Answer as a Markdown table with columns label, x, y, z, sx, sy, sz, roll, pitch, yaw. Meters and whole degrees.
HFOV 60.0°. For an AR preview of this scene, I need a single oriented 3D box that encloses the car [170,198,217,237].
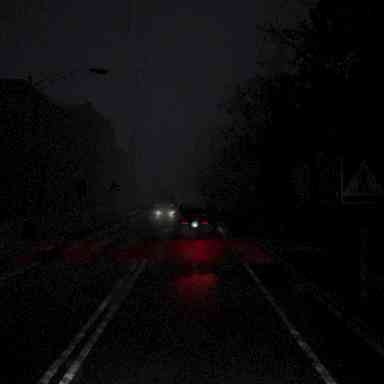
| label | x | y | z | sx | sy | sz | roll | pitch | yaw |
| --- | --- | --- | --- | --- | --- | --- | --- | --- | --- |
| car | 0.131 | 1.338 | 16.000 | 1.837 | 1.490 | 4.892 | 0 | -6 | 0 |

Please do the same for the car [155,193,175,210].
| label | x | y | z | sx | sy | sz | roll | pitch | yaw |
| --- | --- | --- | --- | --- | --- | --- | --- | --- | --- |
| car | -3.198 | 1.128 | 40.857 | 2.150 | 2.045 | 5.566 | 0 | 0 | 0 |
